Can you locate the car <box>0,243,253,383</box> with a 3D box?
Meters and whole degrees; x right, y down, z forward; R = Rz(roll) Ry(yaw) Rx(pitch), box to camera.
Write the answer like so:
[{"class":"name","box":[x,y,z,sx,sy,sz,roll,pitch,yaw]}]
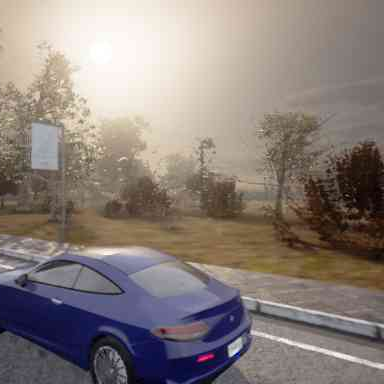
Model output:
[{"class":"car","box":[-1.396,1.526,4.993,4.674,1.442,1.812,0,0,36]}]
